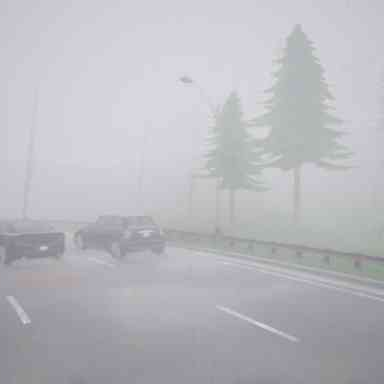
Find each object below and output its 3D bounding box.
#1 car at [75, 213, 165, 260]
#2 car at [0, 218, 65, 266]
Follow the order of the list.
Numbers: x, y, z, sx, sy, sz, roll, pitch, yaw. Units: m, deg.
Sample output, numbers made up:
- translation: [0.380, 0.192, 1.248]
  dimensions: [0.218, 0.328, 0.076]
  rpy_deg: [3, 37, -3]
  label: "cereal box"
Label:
- translation: [-3.226, 1.696, 14.317]
  dimensions: [2.097, 1.767, 4.553]
  rpy_deg: [2, -2, -44]
  label: "car"
- translation: [-6.721, 1.758, 12.888]
  dimensions: [5.008, 1.535, 1.882]
  rpy_deg: [-1, -2, 45]
  label: "car"
